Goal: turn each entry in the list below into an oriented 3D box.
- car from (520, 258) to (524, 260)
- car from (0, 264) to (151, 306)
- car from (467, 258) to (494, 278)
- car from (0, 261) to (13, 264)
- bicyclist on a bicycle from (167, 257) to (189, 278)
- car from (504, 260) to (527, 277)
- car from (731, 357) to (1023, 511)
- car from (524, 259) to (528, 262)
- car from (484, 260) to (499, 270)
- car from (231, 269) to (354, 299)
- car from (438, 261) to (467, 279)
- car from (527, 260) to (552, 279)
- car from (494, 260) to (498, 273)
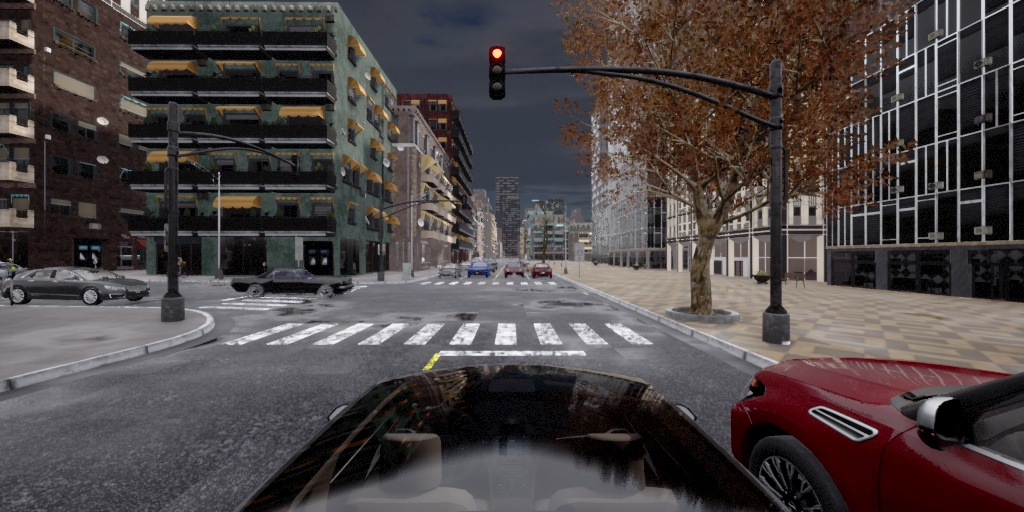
[{"bbox_3d":[2.682,1.375,60.708,1.802,1.307,4.207,0,0,0],"label":"car"},{"bbox_3d":[-16.436,1.091,13.626,4.403,1.370,2.007,0,0,-1],"label":"car"},{"bbox_3d":[-3.097,1.241,34.332,1.882,1.535,5.008,0,0,0],"label":"car"},{"bbox_3d":[-23.839,0.932,16.140,4.902,1.511,2.128,1,0,-1],"label":"car"},{"bbox_3d":[-23.172,0.761,24.886,0.582,1.620,1.656,1,0,-1],"label":"bicyclist on a bicycle"},{"bbox_3d":[0.163,1.365,35.643,1.895,1.301,4.718,0,0,-1],"label":"car"},{"bbox_3d":[2.692,1.065,0.658,2.192,1.841,5.009,0,0,0],"label":"car"},{"bbox_3d":[2.685,1.298,44.280,1.751,1.417,4.829,0,0,0],"label":"car"},{"bbox_3d":[-3.090,1.333,54.693,2.033,1.411,5.357,0,0,0],"label":"car"},{"bbox_3d":[-10.048,1.261,16.813,4.718,1.301,1.895,2,0,-8],"label":"car"},{"bbox_3d":[-5.694,1.313,33.044,2.007,1.370,4.403,0,0,0],"label":"car"},{"bbox_3d":[2.686,1.307,33.045,1.888,1.381,4.507,0,0,0],"label":"car"},{"bbox_3d":[-3.095,1.337,44.329,1.994,1.385,4.181,0,0,0],"label":"car"}]
